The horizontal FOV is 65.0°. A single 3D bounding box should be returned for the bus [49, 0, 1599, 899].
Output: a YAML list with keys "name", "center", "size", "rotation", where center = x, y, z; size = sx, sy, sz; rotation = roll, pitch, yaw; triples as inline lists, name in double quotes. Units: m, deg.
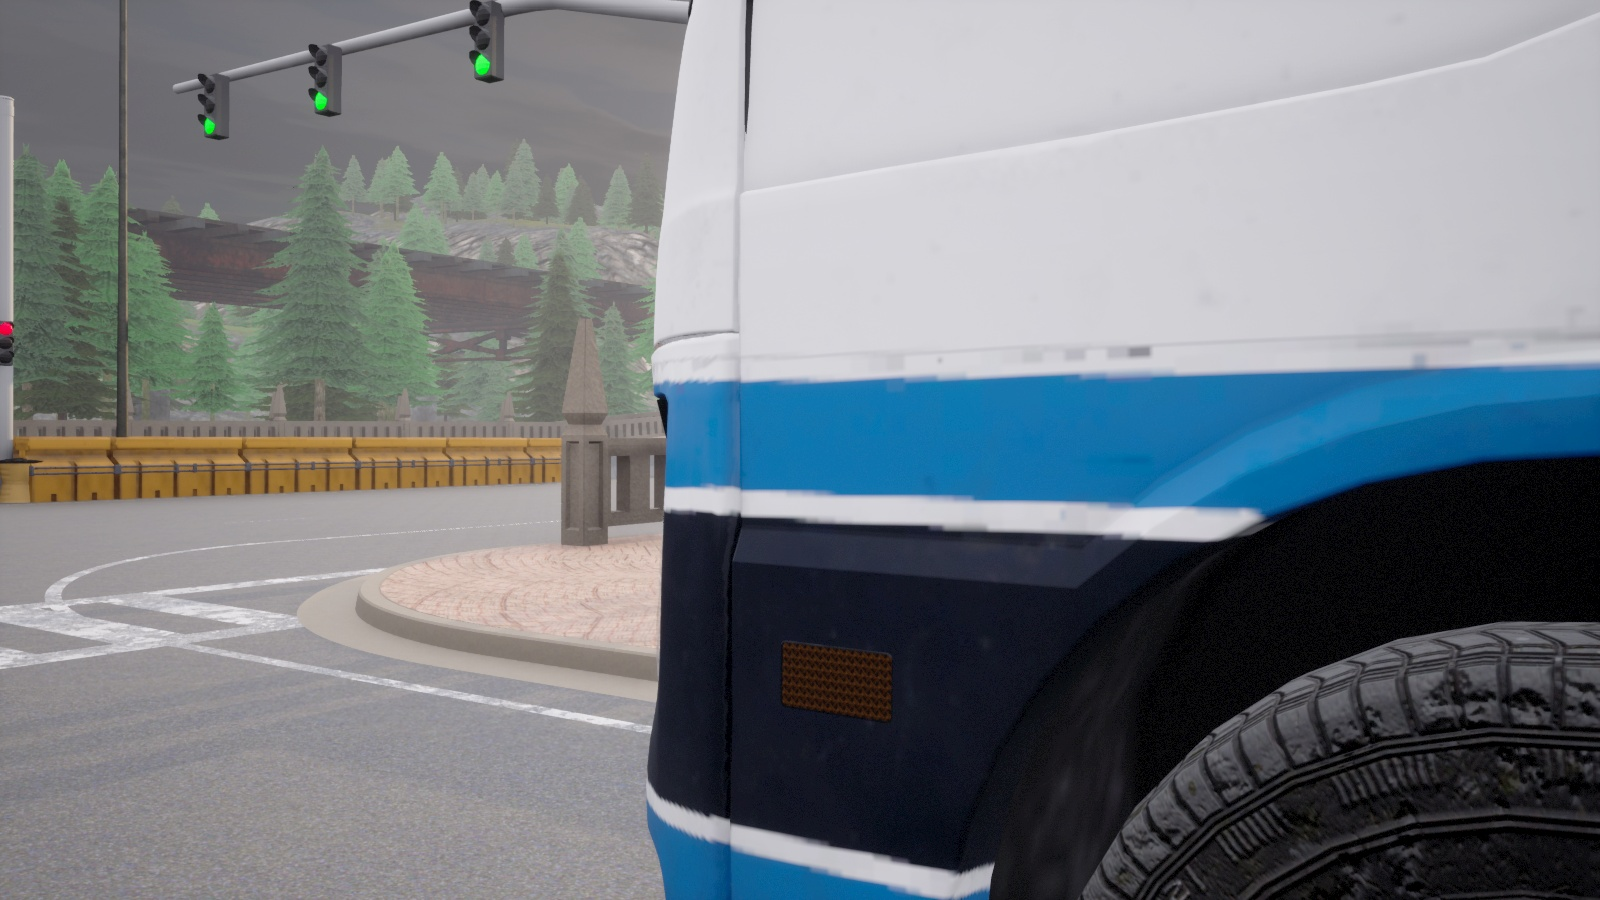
- name: "bus"
  center: [4.151, -0.694, 0.838]
  size: [10.273, 4.253, 3.944]
  rotation: [0, 1, 34]
